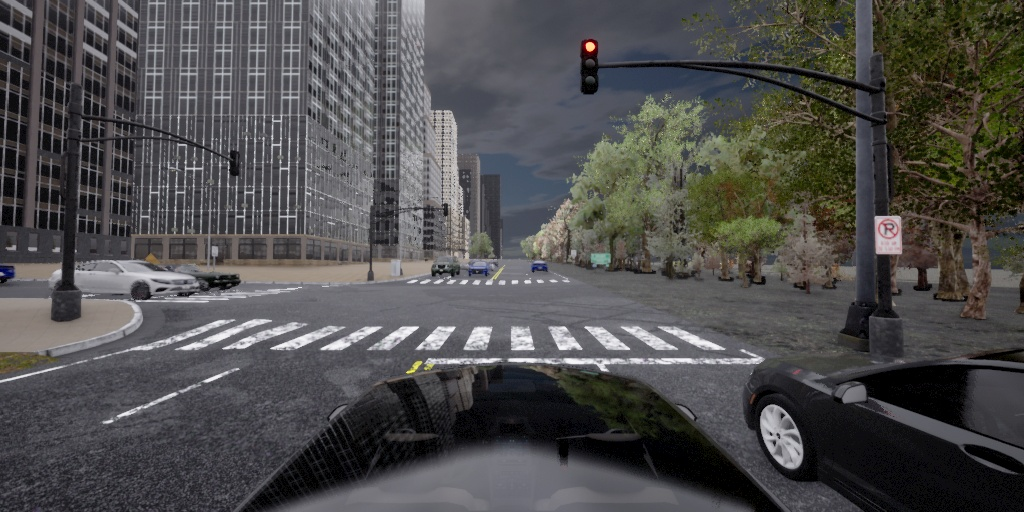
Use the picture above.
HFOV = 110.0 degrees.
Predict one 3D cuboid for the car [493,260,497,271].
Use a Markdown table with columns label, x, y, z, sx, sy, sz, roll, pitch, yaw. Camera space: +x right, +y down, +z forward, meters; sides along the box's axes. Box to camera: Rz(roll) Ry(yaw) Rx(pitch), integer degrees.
| label | x | y | z | sx | sy | sz | roll | pitch | yaw |
| --- | --- | --- | --- | --- | --- | --- | --- | --- | --- |
| car | -3.341 | 1.382 | 47.173 | 1.895 | 1.301 | 4.718 | 0 | 0 | 0 |

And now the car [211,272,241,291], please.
| label | x | y | z | sx | sy | sz | roll | pitch | yaw |
| --- | --- | --- | --- | --- | --- | --- | --- | --- | --- |
| car | -15.982 | 1.057 | 17.224 | 4.718 | 1.301 | 1.895 | 1 | -2 | -7 |

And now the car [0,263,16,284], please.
| label | x | y | z | sx | sy | sz | roll | pitch | yaw |
| --- | --- | --- | --- | --- | --- | --- | --- | --- | --- |
| car | -30.592 | 0.791 | 19.535 | 5.008 | 1.535 | 1.882 | 1 | -2 | -4 |

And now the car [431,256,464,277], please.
| label | x | y | z | sx | sy | sz | roll | pitch | yaw |
| --- | --- | --- | --- | --- | --- | --- | --- | --- | --- |
| car | -6.595 | 0.995 | 36.238 | 2.150 | 2.045 | 5.566 | 0 | 0 | 0 |

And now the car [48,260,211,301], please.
| label | x | y | z | sx | sy | sz | roll | pitch | yaw |
| --- | --- | --- | --- | --- | --- | --- | --- | --- | --- |
| car | -14.552 | 0.868 | 13.543 | 4.674 | 1.442 | 1.812 | 1 | -2 | 2 |

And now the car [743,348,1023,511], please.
| label | x | y | z | sx | sy | sz | roll | pitch | yaw |
| --- | --- | --- | --- | --- | --- | --- | --- | --- | --- |
| car | 3.348 | 1.248 | 1.803 | 1.837 | 1.490 | 4.892 | -1 | 0 | 0 |

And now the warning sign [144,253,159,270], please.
| label | x | y | z | sx | sy | sz | roll | pitch | yaw |
| --- | --- | --- | --- | --- | --- | --- | --- | --- | --- |
| warning sign | -26.156 | 0.734 | 25.897 | 1.060 | 1.860 | 1.300 | 0 | 0 | -4 |

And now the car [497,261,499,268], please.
| label | x | y | z | sx | sy | sz | roll | pitch | yaw |
| --- | --- | --- | --- | --- | --- | --- | --- | --- | --- |
| car | -3.306 | 1.340 | 63.417 | 2.033 | 1.411 | 5.357 | 0 | 0 | 0 |

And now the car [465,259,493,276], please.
| label | x | y | z | sx | sy | sz | roll | pitch | yaw |
| --- | --- | --- | --- | --- | --- | --- | --- | --- | --- |
| car | -3.339 | 1.252 | 37.094 | 1.882 | 1.535 | 5.008 | 0 | 0 | 0 |

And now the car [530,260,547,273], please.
| label | x | y | z | sx | sy | sz | roll | pitch | yaw |
| --- | --- | --- | --- | --- | --- | --- | --- | --- | --- |
| car | 3.358 | 1.249 | 45.243 | 1.882 | 1.535 | 5.008 | -1 | 0 | 0 |
